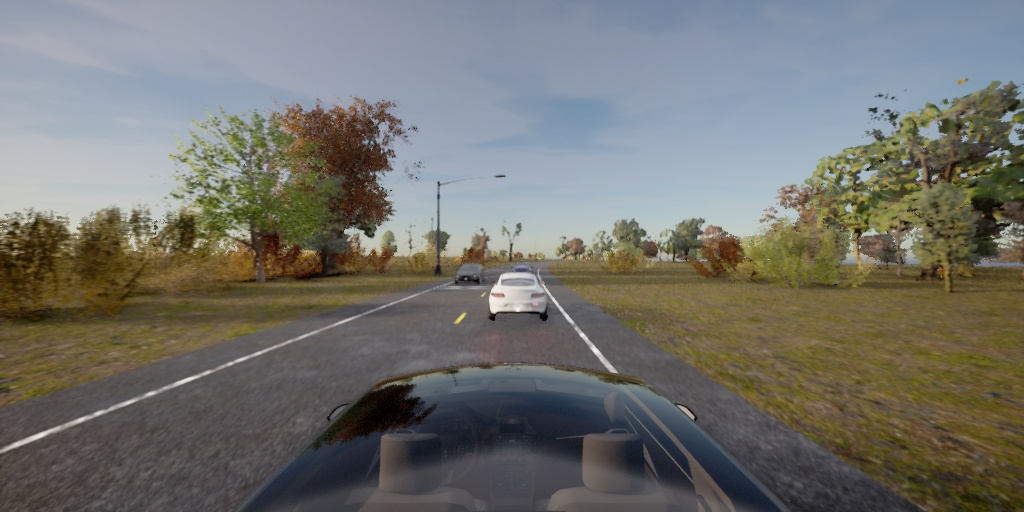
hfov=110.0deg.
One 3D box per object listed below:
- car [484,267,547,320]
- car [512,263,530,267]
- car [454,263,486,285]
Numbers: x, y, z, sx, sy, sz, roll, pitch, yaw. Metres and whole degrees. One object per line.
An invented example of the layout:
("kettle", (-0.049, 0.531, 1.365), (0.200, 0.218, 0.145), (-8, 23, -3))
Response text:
("car", (0.212, 1.303, 12.742), (1.812, 1.442, 4.674), (0, 0, 1))
("car", (0.862, 1.347, 31.894), (1.812, 1.442, 4.674), (0, 0, 3))
("car", (-3.056, 1.313, 26.858), (1.837, 1.490, 4.892), (0, 0, 2))
